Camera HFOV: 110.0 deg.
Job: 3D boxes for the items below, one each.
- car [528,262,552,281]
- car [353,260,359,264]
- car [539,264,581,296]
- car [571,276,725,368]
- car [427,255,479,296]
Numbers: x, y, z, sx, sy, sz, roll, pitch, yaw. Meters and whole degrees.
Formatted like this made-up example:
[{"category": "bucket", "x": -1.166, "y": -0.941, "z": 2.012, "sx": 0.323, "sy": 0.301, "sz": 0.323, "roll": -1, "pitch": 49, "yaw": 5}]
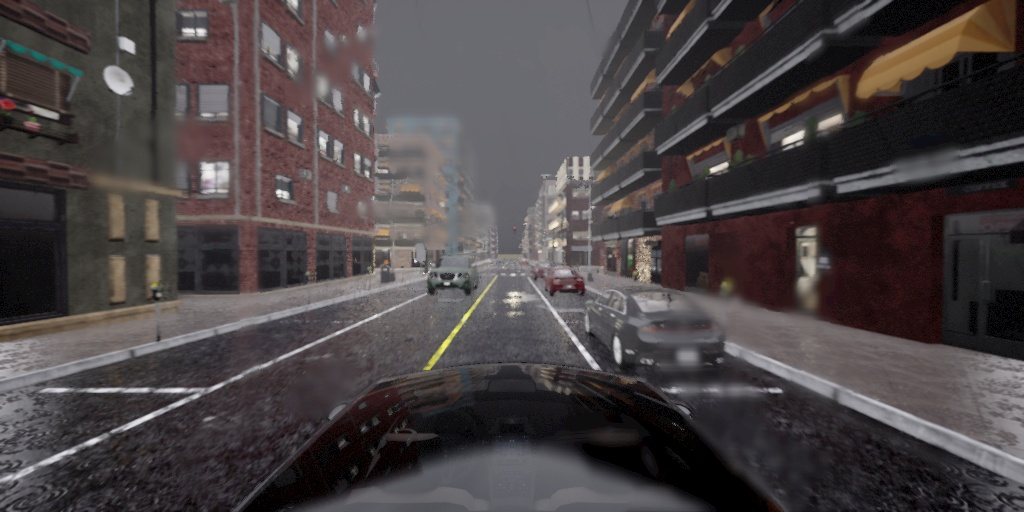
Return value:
[{"category": "car", "x": 2.685, "y": 1.181, "z": 30.389, "sx": 1.967, "sy": 1.591, "sz": 4.097, "roll": 0, "pitch": 0, "yaw": 0}, {"category": "car", "x": -20.718, "y": 1.539, "z": 43.479, "sx": 4.403, "sy": 1.370, "sz": 2.007, "roll": 0, "pitch": 0, "yaw": 0}, {"category": "car", "x": 2.687, "y": 1.288, "z": 19.020, "sx": 1.888, "sy": 1.381, "sz": 4.507, "roll": 0, "pitch": 0, "yaw": 0}, {"category": "car", "x": 2.689, "y": 1.298, "z": 7.649, "sx": 2.007, "sy": 1.370, "sz": 4.403, "roll": 0, "pitch": 0, "yaw": 0}, {"category": "car", "x": -3.097, "y": 0.965, "z": 19.830, "sx": 2.150, "sy": 2.045, "sz": 5.566, "roll": 0, "pitch": 0, "yaw": 0}]
